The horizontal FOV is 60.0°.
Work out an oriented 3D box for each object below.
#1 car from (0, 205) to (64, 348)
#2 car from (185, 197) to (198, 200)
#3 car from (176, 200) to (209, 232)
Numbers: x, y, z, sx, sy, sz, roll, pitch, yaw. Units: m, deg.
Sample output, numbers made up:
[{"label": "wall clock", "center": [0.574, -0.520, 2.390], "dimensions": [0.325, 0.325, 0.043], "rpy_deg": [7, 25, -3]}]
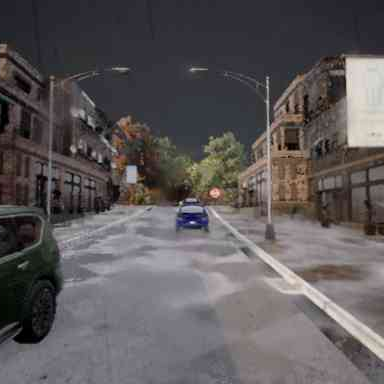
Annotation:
[{"label": "car", "center": [-3.364, 1.226, 3.555], "dimensions": [2.150, 2.045, 5.566], "rpy_deg": [0, 0, 2]}, {"label": "car", "center": [-0.042, 1.343, 37.614], "dimensions": [1.882, 1.535, 5.008], "rpy_deg": [0, 1, 0]}, {"label": "car", "center": [0.018, 1.496, 20.311], "dimensions": [1.882, 1.535, 5.008], "rpy_deg": [0, 0, 0]}]
